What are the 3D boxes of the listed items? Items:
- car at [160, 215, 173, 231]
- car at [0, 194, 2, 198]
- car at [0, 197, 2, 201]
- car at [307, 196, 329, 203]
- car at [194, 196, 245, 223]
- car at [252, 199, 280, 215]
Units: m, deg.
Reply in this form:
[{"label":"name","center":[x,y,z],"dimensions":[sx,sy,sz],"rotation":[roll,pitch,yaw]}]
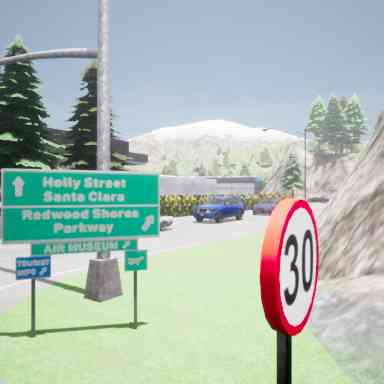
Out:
[{"label":"car","center":[-3.277,1.792,20.032],"dimensions":[1.895,1.301,4.718],"rotation":[0,0,36]},{"label":"car","center":[-38.765,1.489,69.883],"dimensions":[4.514,1.523,2.007],"rotation":[0,0,35]},{"label":"car","center":[-12.436,1.505,26.016],"dimensions":[1.905,1.878,3.866],"rotation":[0,0,35]},{"label":"car","center":[28.278,1.717,74.712],"dimensions":[2.128,1.511,4.902],"rotation":[0,0,-42]},{"label":"car","center":[2.405,1.413,27.890],"dimensions":[2.150,2.045,5.566],"rotation":[0,0,36]},{"label":"car","center":[8.316,1.544,36.049],"dimensions":[2.097,1.767,4.553],"rotation":[0,0,36]}]
